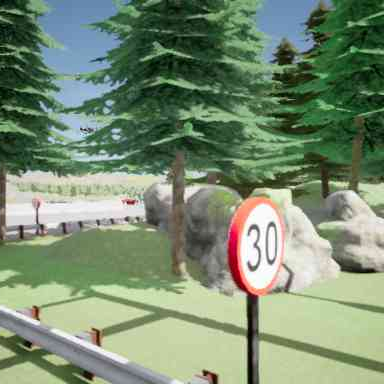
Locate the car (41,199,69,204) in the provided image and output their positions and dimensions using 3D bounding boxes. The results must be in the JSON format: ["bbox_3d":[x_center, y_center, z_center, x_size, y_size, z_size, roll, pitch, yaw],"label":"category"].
[{"bbox_3d":[-22.735,2.144,57.018,1.895,1.301,4.718,0,0,36],"label":"car"}]

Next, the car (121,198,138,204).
[{"bbox_3d":[-13.461,2.055,69.836,1.882,1.535,5.008,0,0,36],"label":"car"}]

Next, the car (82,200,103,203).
[{"bbox_3d":[-17.649,2.086,58.080,2.033,1.411,5.357,0,0,36],"label":"car"}]

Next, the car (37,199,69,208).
[{"bbox_3d":[-24.916,2.055,59.942,2.128,1.511,4.902,0,0,36],"label":"car"}]
